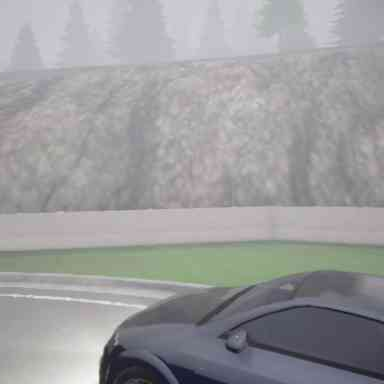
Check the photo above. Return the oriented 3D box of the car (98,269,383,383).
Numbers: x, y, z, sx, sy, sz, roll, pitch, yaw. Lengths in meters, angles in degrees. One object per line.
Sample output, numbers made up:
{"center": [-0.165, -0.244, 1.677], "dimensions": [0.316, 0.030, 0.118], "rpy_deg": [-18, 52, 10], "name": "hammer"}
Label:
{"center": [1.136, 1.462, 2.983], "dimensions": [4.181, 1.385, 1.994], "rpy_deg": [0, 1, 32], "name": "car"}
